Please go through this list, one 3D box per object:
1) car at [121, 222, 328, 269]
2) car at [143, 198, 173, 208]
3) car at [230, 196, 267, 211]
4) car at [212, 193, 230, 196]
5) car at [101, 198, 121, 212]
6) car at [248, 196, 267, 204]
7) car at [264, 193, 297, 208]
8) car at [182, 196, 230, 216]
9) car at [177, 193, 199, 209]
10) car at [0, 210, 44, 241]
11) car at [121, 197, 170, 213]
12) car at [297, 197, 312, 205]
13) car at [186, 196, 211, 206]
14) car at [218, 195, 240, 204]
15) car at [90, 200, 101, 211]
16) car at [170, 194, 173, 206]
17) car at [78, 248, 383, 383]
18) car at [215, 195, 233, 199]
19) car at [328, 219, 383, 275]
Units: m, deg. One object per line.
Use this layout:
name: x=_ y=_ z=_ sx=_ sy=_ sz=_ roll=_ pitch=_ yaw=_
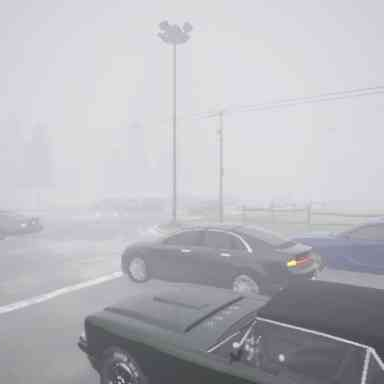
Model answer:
car: x=0.409 y=1.500 z=7.957 sx=4.892 sy=1.490 sz=1.837 roll=0 pitch=0 yaw=35
car: x=-4.881 y=1.527 z=47.712 sx=1.994 sy=1.385 sz=4.181 roll=0 pitch=0 yaw=37
car: x=6.868 y=1.505 z=40.085 sx=1.812 sy=1.442 sz=4.674 roll=0 pitch=0 yaw=36
car: x=4.474 y=1.187 z=54.582 sx=2.150 sy=2.045 sz=5.566 roll=0 pitch=0 yaw=36
car: x=-7.529 y=1.471 z=38.107 sx=1.837 sy=1.490 sz=4.892 roll=0 pitch=0 yaw=36
car: x=13.075 y=1.531 z=66.253 sx=1.994 sy=1.385 sz=4.181 roll=0 pitch=0 yaw=37
car: x=12.984 y=1.201 z=48.465 sx=2.150 sy=2.045 sz=5.566 roll=0 pitch=0 yaw=36
car: x=1.433 y=1.484 z=32.601 sx=1.837 sy=1.490 sz=4.892 roll=0 pitch=0 yaw=36
car: x=0.140 y=1.323 z=42.737 sx=2.097 sy=1.767 sz=4.553 roll=0 pitch=0 yaw=36
car: x=-10.026 y=1.527 z=15.882 sx=5.357 sy=1.411 sz=2.033 roll=0 pitch=0 yaw=2
car: x=-4.889 y=1.323 z=35.774 sx=2.097 sy=1.767 sz=4.553 roll=0 pitch=0 yaw=35
car: x=18.821 y=1.542 z=56.408 sx=1.994 sy=1.385 sz=4.181 roll=0 pitch=0 yaw=37
car: x=1.119 y=1.488 z=55.893 sx=1.812 sy=1.442 sz=4.674 roll=0 pitch=0 yaw=36
car: x=7.208 y=1.441 z=64.169 sx=1.882 sy=1.535 sz=5.008 roll=0 pitch=0 yaw=36
car: x=-10.118 y=1.467 z=40.505 sx=1.837 sy=1.490 sz=4.892 roll=0 pitch=0 yaw=35
car: x=-1.842 y=1.188 z=45.961 sx=2.150 sy=2.045 sz=5.566 roll=0 pitch=0 yaw=36
car: x=1.036 y=1.600 z=3.236 sx=4.718 sy=1.301 sz=1.895 roll=0 pitch=0 yaw=35
car: x=5.784 y=1.518 z=50.460 sx=2.033 sy=1.411 sz=5.357 roll=0 pitch=0 yaw=36
car: x=5.097 y=1.477 z=8.947 sx=5.008 sy=1.535 sz=1.882 roll=0 pitch=0 yaw=35
